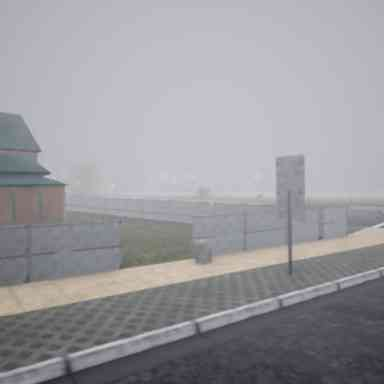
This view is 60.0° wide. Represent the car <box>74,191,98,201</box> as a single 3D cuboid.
[{"bbox_3d":[-14.448,0.743,45.519,4.553,1.767,2.097,1,2,44],"label":"car"}]
